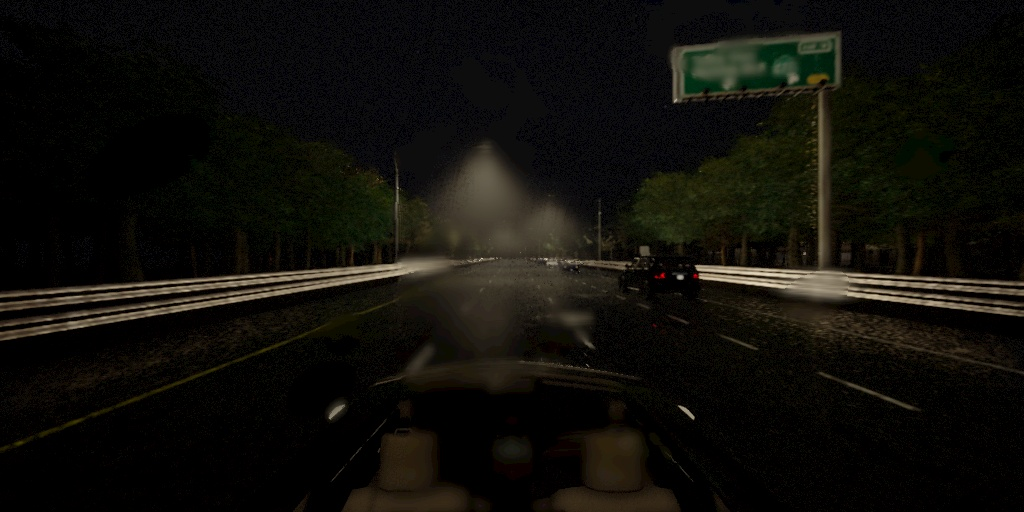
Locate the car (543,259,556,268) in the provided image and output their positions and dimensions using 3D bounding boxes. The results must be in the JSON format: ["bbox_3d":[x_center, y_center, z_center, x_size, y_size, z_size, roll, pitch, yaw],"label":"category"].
[{"bbox_3d":[7.040,1.379,63.537,1.895,1.301,4.718,0,0,0],"label":"car"}]

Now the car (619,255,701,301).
[{"bbox_3d":[7.013,0.981,17.613,2.150,2.045,5.566,0,0,0],"label":"car"}]

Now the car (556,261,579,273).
[{"bbox_3d":[7.027,1.367,44.622,1.895,1.301,4.718,0,0,0],"label":"car"}]
